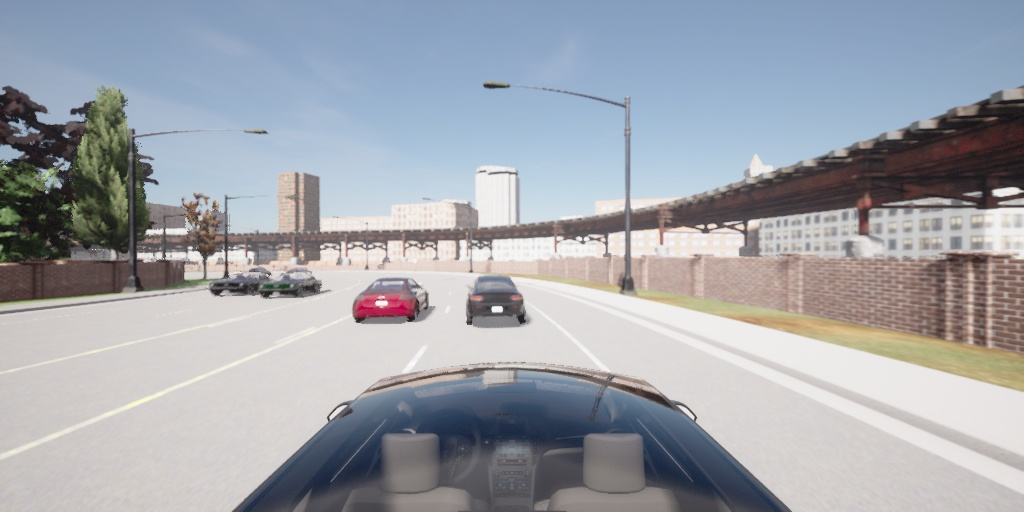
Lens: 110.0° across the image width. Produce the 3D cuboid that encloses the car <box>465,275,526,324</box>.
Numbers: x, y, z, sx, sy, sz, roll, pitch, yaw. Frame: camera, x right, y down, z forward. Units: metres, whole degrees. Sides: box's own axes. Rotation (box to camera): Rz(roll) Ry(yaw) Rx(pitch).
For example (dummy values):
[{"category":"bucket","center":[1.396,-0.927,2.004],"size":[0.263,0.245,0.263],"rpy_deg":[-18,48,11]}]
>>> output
[{"category":"car","center":[-0.639,1.382,12.439],"size":[1.812,1.442,4.674],"rpy_deg":[0,-1,-5]}]

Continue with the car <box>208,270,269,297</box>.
[{"category":"car","center":[-16.576,1.729,22.323],"size":[1.895,1.301,4.718],"rpy_deg":[0,-1,-13]}]

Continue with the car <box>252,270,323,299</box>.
[{"category":"car","center":[-12.675,1.670,20.784],"size":[1.895,1.301,4.718],"rpy_deg":[0,-1,-12]}]

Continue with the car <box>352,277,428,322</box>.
[{"category":"car","center":[-4.232,1.452,13.037],"size":[1.994,1.385,4.181],"rpy_deg":[0,-1,-6]}]
